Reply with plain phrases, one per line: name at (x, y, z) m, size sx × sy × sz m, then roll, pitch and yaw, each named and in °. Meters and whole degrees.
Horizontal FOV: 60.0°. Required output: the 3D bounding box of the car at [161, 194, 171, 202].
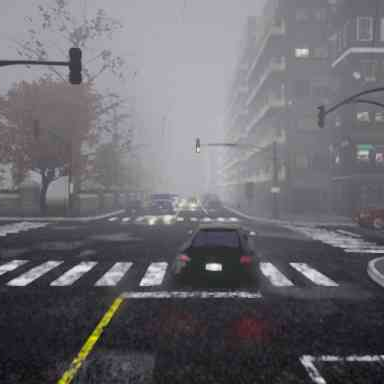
car at (-5.687, 1.259, 73.853) m, size 1.967 × 1.590 × 4.097 m, roll 0°, pitch 0°, yaw 0°

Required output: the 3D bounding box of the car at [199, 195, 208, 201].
car at (2.693, 1.361, 79.484) m, size 2.008 × 1.369 × 4.403 m, roll 0°, pitch 0°, yaw 0°

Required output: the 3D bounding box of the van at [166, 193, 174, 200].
van at (-5.687, 1.145, 85.113) m, size 1.690 × 1.788 × 3.998 m, roll 0°, pitch 0°, yaw 0°

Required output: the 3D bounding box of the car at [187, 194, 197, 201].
car at (0.002, 1.221, 73.576) m, size 2.128 × 1.511 × 4.902 m, roll 0°, pitch 0°, yaw 0°

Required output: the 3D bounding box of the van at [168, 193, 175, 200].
van at (-5.687, 1.139, 90.742) m, size 1.690 × 1.788 × 3.998 m, roll 0°, pitch 0°, yaw 0°

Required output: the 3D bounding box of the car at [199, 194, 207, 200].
car at (2.693, 1.348, 85.113) m, size 1.887 × 1.381 × 4.507 m, roll 0°, pitch 0°, yaw 0°

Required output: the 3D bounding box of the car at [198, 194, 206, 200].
car at (2.693, 1.238, 90.742) m, size 1.967 × 1.590 × 4.097 m, roll 0°, pitch 0°, yaw 0°

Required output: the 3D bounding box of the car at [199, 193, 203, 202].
car at (2.693, 1.288, 56.963) m, size 1.967 × 1.590 × 4.097 m, roll 0°, pitch 0°, yaw 0°

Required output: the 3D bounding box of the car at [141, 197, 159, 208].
car at (-5.687, 1.396, 45.533) m, size 1.752 × 1.417 × 4.829 m, roll 0°, pitch 0°, yaw 0°

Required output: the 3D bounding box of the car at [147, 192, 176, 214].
car at (-3.090, 1.118, 34.779) m, size 2.150 × 2.045 × 5.566 m, roll 0°, pitch 0°, yaw -1°

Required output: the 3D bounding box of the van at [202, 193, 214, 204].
van at (2.694, 1.212, 45.702) m, size 1.690 × 1.788 × 3.998 m, roll 0°, pitch 0°, yaw 0°

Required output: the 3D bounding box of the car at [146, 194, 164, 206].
car at (-5.687, 1.173, 51.332) m, size 2.192 × 1.841 × 5.009 m, roll 0°, pitch 0°, yaw 0°

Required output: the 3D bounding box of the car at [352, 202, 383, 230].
car at (13.466, 1.529, 22.119) m, size 5.009 × 1.841 × 2.192 m, roll 1°, pitch -1°, yaw -1°

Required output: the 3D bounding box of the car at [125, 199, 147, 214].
car at (-5.687, 1.463, 34.442) m, size 1.947 × 1.339 × 4.313 m, roll 0°, pitch 0°, yaw 0°

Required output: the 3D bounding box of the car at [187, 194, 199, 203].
car at (0.001, 1.400, 63.540) m, size 1.994 × 1.385 × 4.181 m, roll 0°, pitch 0°, yaw 0°

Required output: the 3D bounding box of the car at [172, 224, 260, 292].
car at (0.769, 1.535, 8.951) m, size 1.994 × 1.385 × 4.181 m, roll 0°, pitch 0°, yaw 9°

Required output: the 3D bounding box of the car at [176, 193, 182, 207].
car at (-3.068, 1.088, 48.569) m, size 2.150 × 2.045 × 5.566 m, roll 0°, pitch 0°, yaw 0°

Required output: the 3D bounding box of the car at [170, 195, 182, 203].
car at (-3.015, 1.327, 63.272) m, size 2.128 × 1.511 × 4.902 m, roll 0°, pitch 0°, yaw 1°

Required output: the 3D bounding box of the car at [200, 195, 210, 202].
car at (2.693, 1.372, 68.223) m, size 1.887 × 1.381 × 4.507 m, roll 0°, pitch 0°, yaw 0°

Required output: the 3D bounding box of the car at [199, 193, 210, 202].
car at (2.694, 1.134, 73.852) m, size 2.192 × 1.841 × 5.009 m, roll 0°, pitch 0°, yaw 0°

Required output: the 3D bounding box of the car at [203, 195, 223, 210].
car at (2.693, 1.428, 40.072) m, size 1.887 × 1.381 × 4.507 m, roll 0°, pitch 0°, yaw 0°
